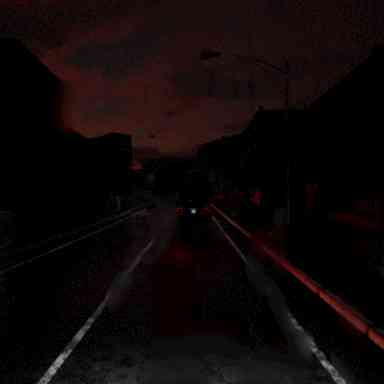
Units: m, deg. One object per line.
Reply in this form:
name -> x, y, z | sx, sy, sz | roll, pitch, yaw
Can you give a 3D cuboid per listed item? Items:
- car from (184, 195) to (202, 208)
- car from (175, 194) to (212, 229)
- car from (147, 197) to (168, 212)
car -> 0.066, 1.154, 41.923 | 2.128, 1.511, 4.902 | 0, 1, 0
car -> 0.086, 1.145, 21.106 | 2.150, 2.045, 5.566 | 0, 0, 0
car -> -3.624, 1.241, 35.784 | 1.882, 1.535, 5.008 | 0, 1, 0
